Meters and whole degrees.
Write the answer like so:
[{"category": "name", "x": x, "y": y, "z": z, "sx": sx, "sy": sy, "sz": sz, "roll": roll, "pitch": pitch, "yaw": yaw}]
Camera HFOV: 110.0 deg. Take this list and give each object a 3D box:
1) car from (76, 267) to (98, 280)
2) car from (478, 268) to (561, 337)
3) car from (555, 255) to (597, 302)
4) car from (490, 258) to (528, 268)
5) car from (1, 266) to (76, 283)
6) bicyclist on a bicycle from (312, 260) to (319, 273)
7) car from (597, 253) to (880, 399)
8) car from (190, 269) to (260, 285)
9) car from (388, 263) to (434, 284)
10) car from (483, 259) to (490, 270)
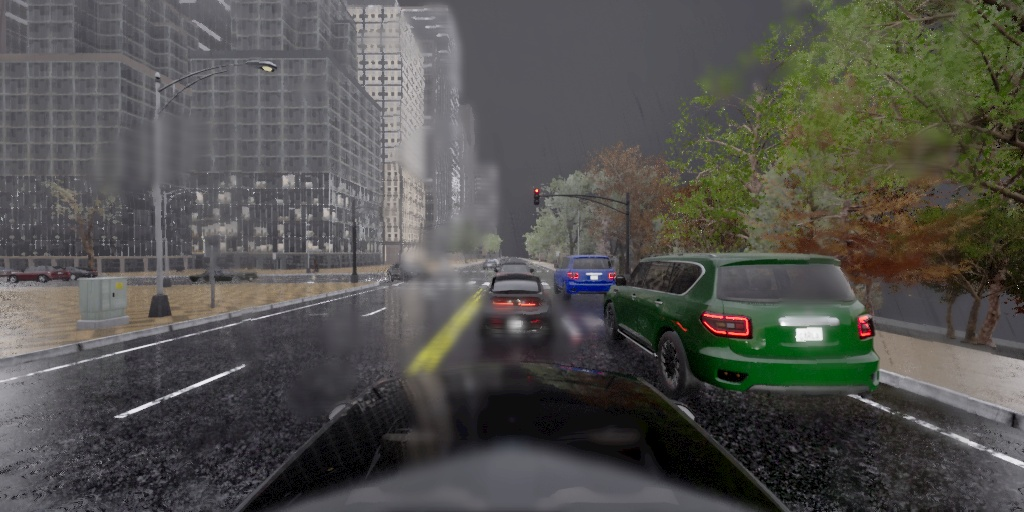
[{"category": "car", "x": -50.146, "y": 1.972, "z": 40.747, "sx": 4.892, "sy": 1.490, "sz": 1.837, "roll": -1, "pitch": 0, "yaw": 1}, {"category": "car", "x": 0.111, "y": 1.253, "z": 10.238, "sx": 1.837, "sy": 1.490, "sz": 4.892, "roll": 0, "pitch": 0, "yaw": 0}, {"category": "car", "x": 3.348, "y": 0.969, "z": 17.128, "sx": 2.150, "sy": 2.045, "sz": 5.566, "roll": 0, "pitch": 0, "yaw": 1}, {"category": "car", "x": 0.116, "y": 1.099, "z": 19.297, "sx": 2.097, "sy": 1.767, "sz": 4.553, "roll": 0, "pitch": 0, "yaw": 0}, {"category": "car", "x": -49.395, "y": 1.835, "z": 37.505, "sx": 4.553, "sy": 1.767, "sz": 2.097, "roll": -1, "pitch": 0, "yaw": 1}, {"category": "bicyclist on a bicycle", "x": -24.557, "y": 1.328, "z": 44.776, "sx": 0.582, "sy": 1.620, "sz": 1.656, "roll": -1, "pitch": 1, "yaw": 0}, {"category": "car", "x": 3.343, "y": 0.971, "z": 6.665, "sx": 2.150, "sy": 2.045, "sz": 5.566, "roll": 0, "pitch": 0, "yaw": 1}, {"category": "car", "x": -24.465, "y": 1.749, "z": 30.685, "sx": 4.718, "sy": 1.301, "sz": 1.895, "roll": -1, "pitch": 0, "yaw": 0}, {"category": "car", "x": -7.633, "y": 1.259, "z": 26.755, "sx": 1.837, "sy": 1.490, "sz": 4.892, "roll": 3, "pitch": -3, "yaw": -42}, {"category": "car", "x": -3.228, "y": 1.233, "z": 53.629, "sx": 2.128, "sy": 1.511, "sz": 4.902, "roll": 0, "pitch": 0, "yaw": 0}]
